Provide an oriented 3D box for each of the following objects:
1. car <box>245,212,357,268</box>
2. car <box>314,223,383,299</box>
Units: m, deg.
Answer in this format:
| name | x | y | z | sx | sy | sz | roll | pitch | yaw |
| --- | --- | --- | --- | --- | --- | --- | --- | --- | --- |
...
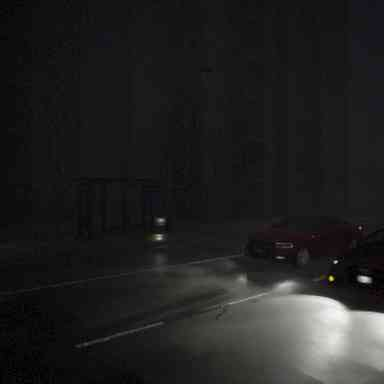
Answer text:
| name | x | y | z | sx | sy | sz | roll | pitch | yaw |
| --- | --- | --- | --- | --- | --- | --- | --- | --- | --- |
| car | 3.974 | 1.478 | 11.443 | 5.008 | 1.535 | 1.882 | 0 | 0 | -37 |
| car | 5.024 | 1.564 | 7.846 | 4.181 | 1.385 | 1.994 | 0 | 0 | -37 |
